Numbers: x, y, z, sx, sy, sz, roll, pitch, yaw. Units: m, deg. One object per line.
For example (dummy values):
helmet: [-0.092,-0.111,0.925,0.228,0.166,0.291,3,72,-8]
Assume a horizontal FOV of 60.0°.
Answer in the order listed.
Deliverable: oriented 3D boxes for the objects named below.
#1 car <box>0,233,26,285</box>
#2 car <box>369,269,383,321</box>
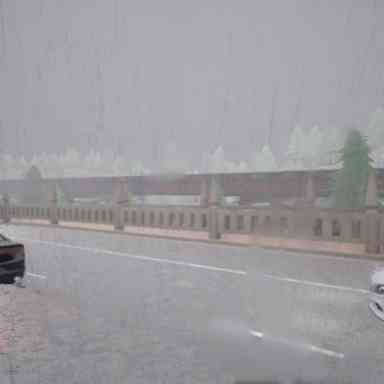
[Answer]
car: [-6.206,1.509,8.425,5.008,1.535,1.882,0,0,36]
car: [5.113,1.520,4.640,4.674,1.442,1.812,0,0,36]
